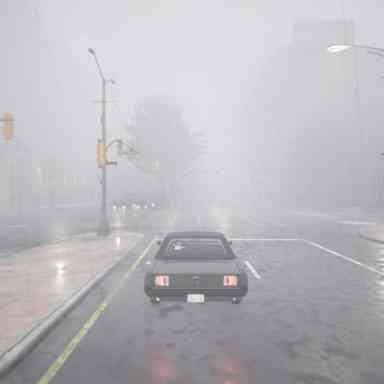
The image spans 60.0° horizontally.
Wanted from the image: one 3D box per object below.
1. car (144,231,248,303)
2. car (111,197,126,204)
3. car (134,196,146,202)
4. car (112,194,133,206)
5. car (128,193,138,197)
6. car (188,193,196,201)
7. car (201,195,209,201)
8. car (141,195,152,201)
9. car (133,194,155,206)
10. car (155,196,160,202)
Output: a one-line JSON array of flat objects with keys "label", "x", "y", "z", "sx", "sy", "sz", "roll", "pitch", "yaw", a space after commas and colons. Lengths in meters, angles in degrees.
[{"label": "car", "x": 0.074, "y": 1.601, "z": 8.130, "sx": 1.895, "sy": 1.301, "sz": 4.718, "roll": 0, "pitch": 0, "yaw": 0}, {"label": "car", "x": -14.753, "y": 1.595, "z": 66.783, "sx": 1.895, "sy": 1.301, "sz": 4.718, "roll": 0, "pitch": 0, "yaw": 0}, {"label": "car", "x": -11.504, "y": 1.553, "z": 74.373, "sx": 1.994, "sy": 1.385, "sz": 4.181, "roll": 0, "pitch": 0, "yaw": 0}, {"label": "car", "x": -11.591, "y": 1.526, "z": 55.076, "sx": 1.812, "sy": 1.442, "sz": 4.674, "roll": 0, "pitch": 0, "yaw": 0}, {"label": "car", "x": -11.541, "y": 1.221, "z": 64.489, "sx": 2.150, "sy": 2.045, "sz": 5.566, "roll": 0, "pitch": 0, "yaw": 1}, {"label": "car", "x": -0.005, "y": 1.540, "z": 85.770, "sx": 2.033, "sy": 1.411, "sz": 5.357, "roll": 0, "pitch": 0, "yaw": 0}, {"label": "car", "x": 3.495, "y": 1.595, "z": 86.948, "sx": 1.895, "sy": 1.301, "sz": 4.718, "roll": 0, "pitch": 0, "yaw": 0}, {"label": "car", "x": -11.504, "y": 1.525, "z": 84.606, "sx": 2.128, "sy": 1.511, "sz": 4.902, "roll": 0, "pitch": 0, "yaw": 0}, {"label": "car", "x": -8.091, "y": 1.547, "z": 56.476, "sx": 2.033, "sy": 1.411, "sz": 5.357, "roll": 0, "pitch": 0, "yaw": 0}, {"label": "car", "x": -8.033, "y": 1.564, "z": 65.712, "sx": 1.994, "sy": 1.385, "sz": 4.181, "roll": 0, "pitch": 0, "yaw": 1}]
